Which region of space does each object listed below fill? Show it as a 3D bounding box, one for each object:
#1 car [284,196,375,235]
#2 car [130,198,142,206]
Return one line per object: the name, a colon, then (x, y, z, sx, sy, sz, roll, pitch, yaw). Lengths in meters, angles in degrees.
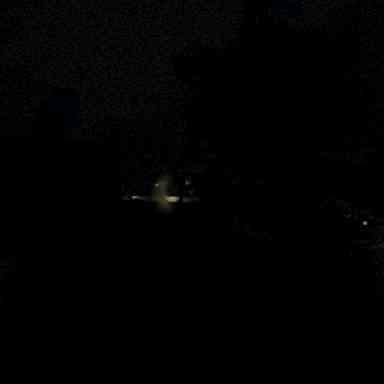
car: (7.789, 1.261, 19.547, 2.150, 2.045, 5.566, 0, -1, -23)
car: (-9.259, 1.766, 53.986, 1.837, 1.490, 4.892, -1, 0, -28)
